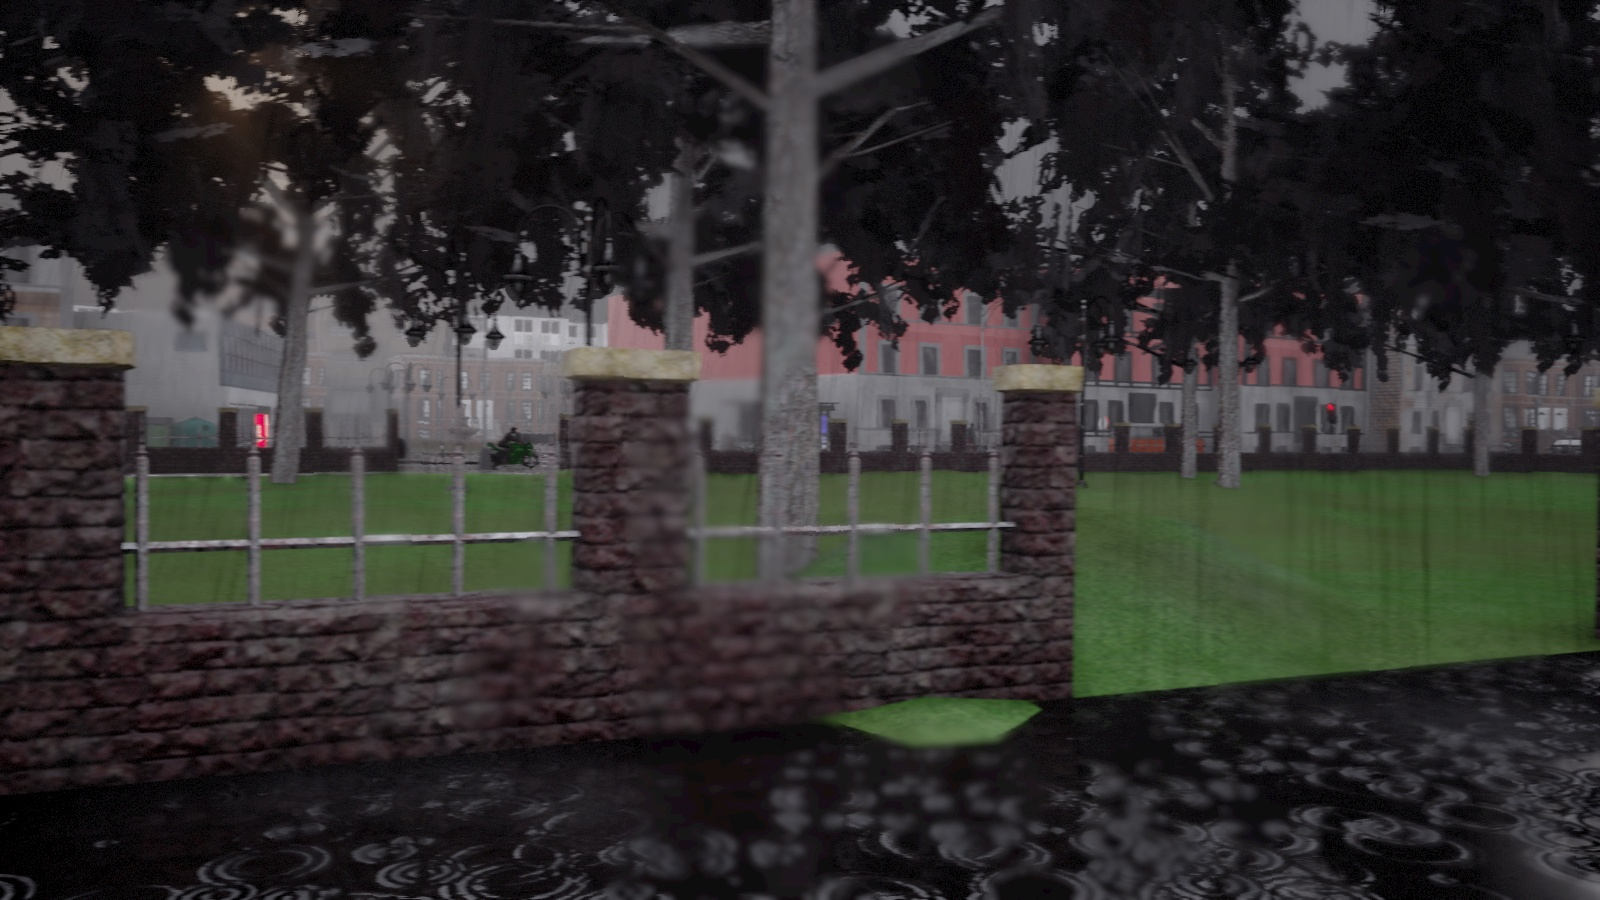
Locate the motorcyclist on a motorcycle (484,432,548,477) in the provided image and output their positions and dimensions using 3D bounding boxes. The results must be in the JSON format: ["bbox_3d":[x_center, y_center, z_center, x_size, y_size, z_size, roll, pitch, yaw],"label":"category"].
[{"bbox_3d":[-10.084,0.149,44.559,2.044,1.523,0.797,-2,2,-24],"label":"motorcyclist on a motorcycle"}]

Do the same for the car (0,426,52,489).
[{"bbox_3d":[-25.021,0.228,38.018,3.866,1.878,1.905,-1,1,-24],"label":"car"}]

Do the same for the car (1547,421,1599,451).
[{"bbox_3d":[41.642,-0.782,66.986,5.008,1.535,1.882,-2,1,-45],"label":"car"}]

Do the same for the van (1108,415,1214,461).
[{"bbox_3d":[16.103,-0.553,56.017,4.442,1.987,1.775,-1,1,-23],"label":"van"}]
